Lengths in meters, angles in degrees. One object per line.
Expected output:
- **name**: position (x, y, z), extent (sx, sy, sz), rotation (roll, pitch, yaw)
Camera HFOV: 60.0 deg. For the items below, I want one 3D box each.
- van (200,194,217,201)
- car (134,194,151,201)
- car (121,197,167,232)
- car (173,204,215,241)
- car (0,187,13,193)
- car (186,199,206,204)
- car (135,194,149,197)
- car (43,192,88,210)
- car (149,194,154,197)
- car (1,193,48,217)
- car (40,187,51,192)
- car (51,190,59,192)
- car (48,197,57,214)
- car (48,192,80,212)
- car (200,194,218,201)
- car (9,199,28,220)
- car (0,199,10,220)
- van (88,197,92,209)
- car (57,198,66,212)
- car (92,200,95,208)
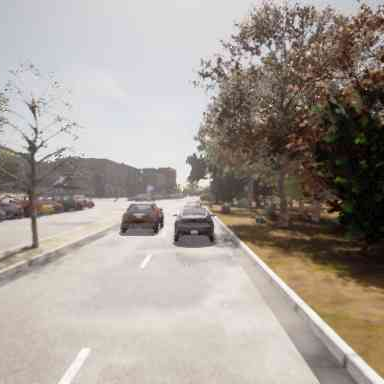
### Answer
- **van**: position (4.249, 1.447, 89.471), extent (4.442, 1.987, 1.878), rotation (1, 0, -14)
- **car**: position (-13.742, 1.617, 92.811), extent (4.553, 1.767, 2.185), rotation (-1, -1, -14)
- **car**: position (-2.905, 1.395, 20.466), extent (2.097, 1.767, 4.553), rotation (0, 0, 0)
- **car**: position (0.095, 1.531, 16.861), extent (1.837, 1.490, 4.892), rotation (0, -1, 0)
- **car**: position (-43.227, -0.649, 77.845), extent (2.231, 1.521, 4.892), rotation (6, -3, -19)
- **car**: position (0.100, 1.672, 33.710), extent (2.033, 1.411, 5.357), rotation (0, 0, 0)
- **car**: position (-14.478, 1.748, 86.866), extent (4.792, 1.488, 2.163), rotation (-1, 0, -15)
- **car**: position (-16.732, 1.429, 43.046), extent (5.566, 2.045, 2.435), rotation (-1, -1, -20)
- **car**: position (-13.834, 1.721, 89.859), extent (5.366, 1.575, 1.946), rotation (-1, -1, -15)
- **car**: position (-16.830, 1.347, 30.996), extent (5.566, 2.045, 2.435), rotation (-1, 0, -20)
- **car**: position (-34.189, -0.083, 77.796), extent (2.435, 2.045, 5.566), rotation (6, -3, -19)
- **car**: position (-31.194, 0.479, 77.734), extent (2.002, 1.452, 4.674), rotation (6, -3, -19)
- **car**: position (-16.971, 1.617, 33.945), extent (5.366, 1.575, 1.946), rotation (-1, 0, -20)
- **car**: position (-16.804, 1.409, 40.010), extent (5.566, 2.045, 2.435), rotation (-1, 0, -20)
- **car**: position (4.631, 1.561, 92.440), extent (4.553, 1.767, 2.185), rotation (1, 0, -14)
- **car**: position (-16.829, 1.607, 27.991), extent (4.792, 1.488, 2.163), rotation (-1, 0, -20)
- **car**: position (-16.812, 1.561, 25.007), extent (4.892, 1.521, 2.231), rotation (-1, -1, -20)
- **van**: position (-16.618, 1.474, 46.082), extent (4.442, 1.987, 1.878), rotation (-1, -1, -19)
- **car**: position (-16.783, 1.679, 37.012), extent (4.674, 1.452, 2.002), rotation (-1, 0, -20)
- **car**: position (-16.644, 1.597, 49.059), extent (4.553, 1.767, 2.185), rotation (-1, 0, -19)
